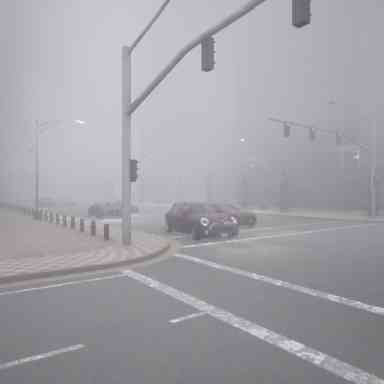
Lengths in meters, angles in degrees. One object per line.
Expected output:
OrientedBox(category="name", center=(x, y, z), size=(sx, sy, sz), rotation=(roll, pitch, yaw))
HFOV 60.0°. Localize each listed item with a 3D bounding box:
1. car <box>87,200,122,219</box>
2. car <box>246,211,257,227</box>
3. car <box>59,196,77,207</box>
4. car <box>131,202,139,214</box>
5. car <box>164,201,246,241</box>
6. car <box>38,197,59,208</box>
OrientedBox(category="car", center=(-7.386, 1.508, 28.255), size=(1.994, 1.385, 4.181), rotation=(0, 0, -35))
OrientedBox(category="car", center=(1.934, 1.422, 21.424), size=(1.882, 1.535, 5.008), rotation=(0, 0, -38))
OrientedBox(category="car", center=(-19.446, 1.423, 51.734), size=(1.882, 1.535, 5.008), rotation=(0, 0, -35))
OrientedBox(category="car", center=(-7.004, 1.508, 33.796), size=(1.994, 1.385, 4.181), rotation=(0, 0, -35))
OrientedBox(category="car", center=(0.336, 1.301, 16.670), size=(2.097, 1.767, 4.553), rotation=(0, 0, -29))
OrientedBox(category="car", center=(-21.004, 1.451, 47.813), size=(1.837, 1.490, 4.892), rotation=(0, -1, -34))
